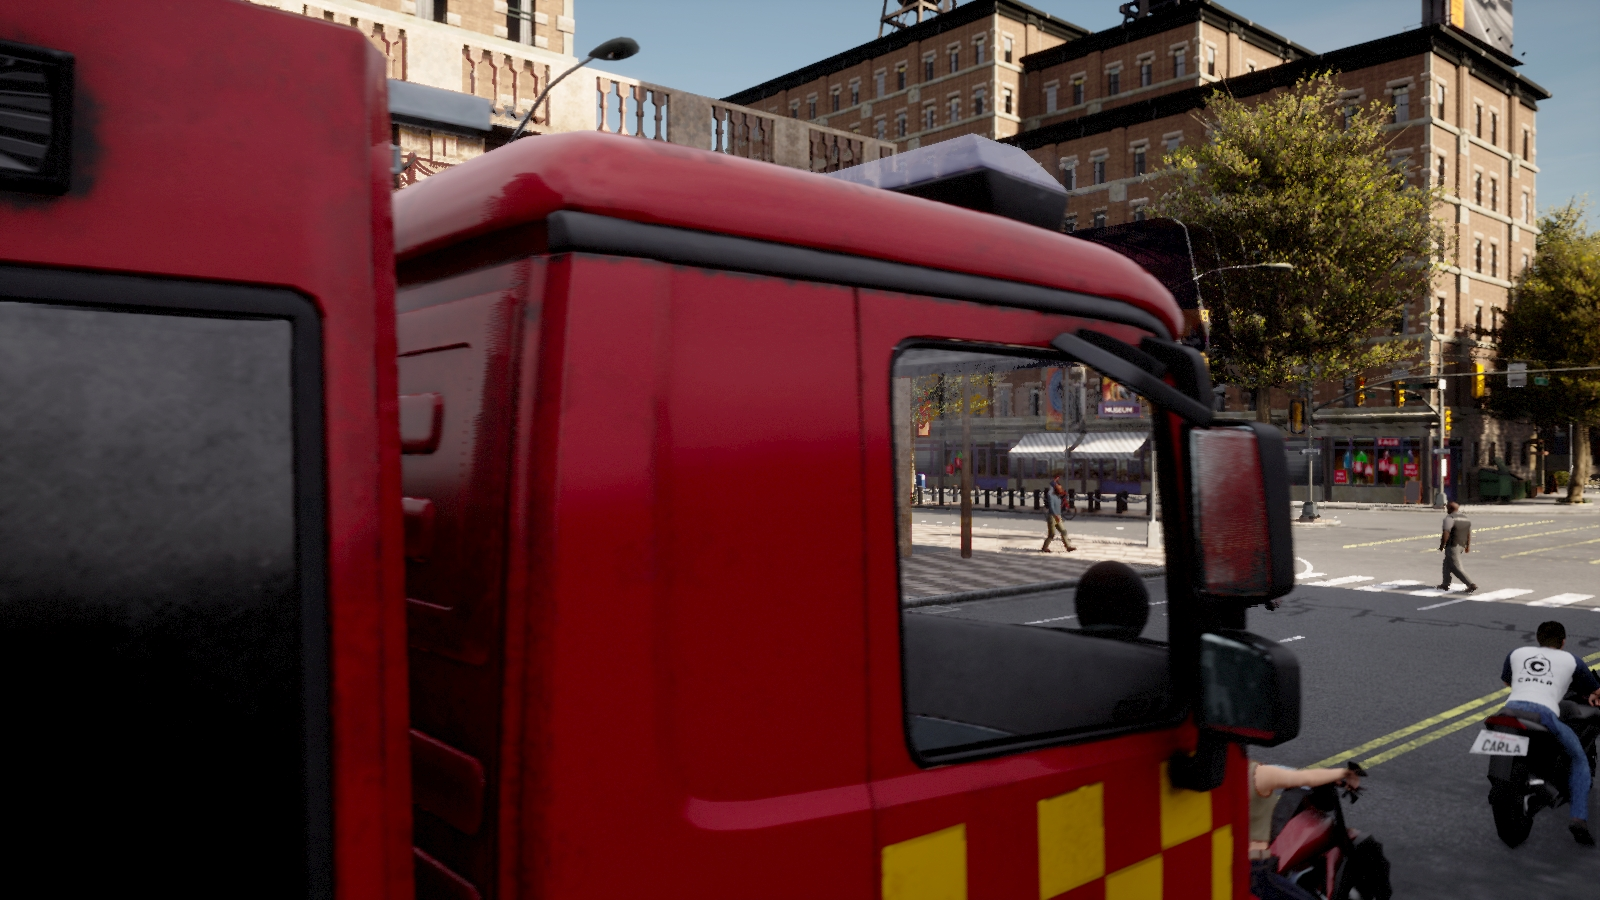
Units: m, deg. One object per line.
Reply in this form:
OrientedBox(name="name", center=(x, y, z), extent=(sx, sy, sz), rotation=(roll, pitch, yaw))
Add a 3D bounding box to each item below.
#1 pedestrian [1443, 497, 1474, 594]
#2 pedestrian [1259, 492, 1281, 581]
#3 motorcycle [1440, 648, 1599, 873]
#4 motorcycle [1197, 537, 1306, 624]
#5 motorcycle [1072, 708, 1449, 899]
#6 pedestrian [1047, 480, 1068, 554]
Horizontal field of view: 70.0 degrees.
OrientedBox(name="pedestrian", center=(12.872, 1.852, 22.322), extent=(0.375, 1.860, 0.375), rotation=(0, 0, -23))
OrientedBox(name="pedestrian", center=(10.115, 1.853, 24.579), extent=(0.375, 1.860, 0.375), rotation=(0, 0, 35))
OrientedBox(name="motorcycle", center=(5.588, 2.214, 8.501), extent=(2.033, 1.145, 0.803), rotation=(0, 0, -41))
OrientedBox(name="motorcycle", center=(7.801, 2.208, 19.690), extent=(2.209, 1.251, 0.867), rotation=(0, 0, -43))
OrientedBox(name="motorcycle", center=(2.397, 2.171, 5.752), extent=(2.356, 1.277, 0.764), rotation=(0, 0, -41))
OrientedBox(name="pedestrian", center=(6.559, 1.702, 29.109), extent=(0.375, 1.860, 0.375), rotation=(0, 0, -43))
